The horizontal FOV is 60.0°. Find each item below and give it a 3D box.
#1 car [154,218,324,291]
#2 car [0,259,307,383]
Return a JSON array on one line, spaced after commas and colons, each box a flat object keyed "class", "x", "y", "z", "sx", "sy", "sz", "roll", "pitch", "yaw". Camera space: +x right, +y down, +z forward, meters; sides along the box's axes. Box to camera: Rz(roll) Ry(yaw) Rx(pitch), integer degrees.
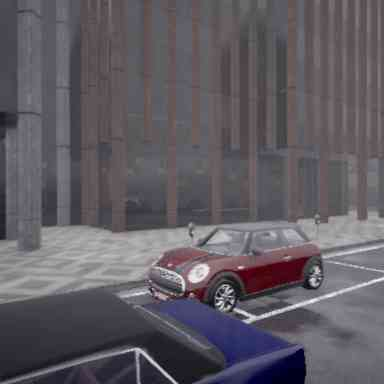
[{"class": "car", "x": 1.061, "y": 1.443, "z": 7.409, "sx": 4.097, "sy": 1.590, "sz": 1.967, "roll": 0, "pitch": 0, "yaw": -36}, {"class": "car", "x": -1.353, "y": 1.601, "z": 2.414, "sx": 4.718, "sy": 1.301, "sz": 1.895, "roll": 0, "pitch": 0, "yaw": -36}]
